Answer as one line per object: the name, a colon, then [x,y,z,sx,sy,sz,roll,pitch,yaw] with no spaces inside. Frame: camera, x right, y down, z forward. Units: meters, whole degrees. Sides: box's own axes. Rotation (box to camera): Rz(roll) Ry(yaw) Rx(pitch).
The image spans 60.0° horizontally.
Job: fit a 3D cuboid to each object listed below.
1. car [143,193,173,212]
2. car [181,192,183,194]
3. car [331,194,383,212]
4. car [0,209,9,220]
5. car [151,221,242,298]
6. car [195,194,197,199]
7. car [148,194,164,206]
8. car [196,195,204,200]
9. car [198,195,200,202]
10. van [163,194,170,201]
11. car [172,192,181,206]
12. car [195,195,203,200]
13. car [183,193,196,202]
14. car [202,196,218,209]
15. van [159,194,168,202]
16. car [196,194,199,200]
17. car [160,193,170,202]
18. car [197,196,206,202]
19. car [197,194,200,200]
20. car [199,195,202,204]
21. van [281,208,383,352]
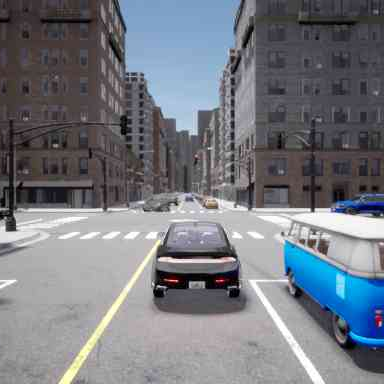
car: [-3.979,1.341,37.654,2.097,1.767,4.553,0,0,11]
car: [-3.526,1.200,69.138,2.150,2.045,5.566,0,0,-1]
car: [15.290,1.213,29.378,5.566,2.045,2.150,0,0,-1]
car: [-16.569,1.580,25.560,4.718,1.301,1.895,0,0,-1]
car: [0.094,1.491,8.517,2.128,1.511,4.902,0,0,0]
car: [2.282,1.522,72.802,2.008,1.369,4.403,0,0,-1]
car: [-6.019,1.300,56.111,2.192,1.841,5.009,0,0,-1]
car: [2.057,1.502,89.379,2.008,1.369,4.403,0,0,-1]
car: [2.506,1.536,56.226,2.008,1.369,4.403,0,0,-1]
van: [-6.391,1.300,83.737,1.690,1.788,3.998,0,0,-1]
car: [-3.412,1.210,54.016,2.150,2.045,5.566,0,0,-1]
car: [1.982,1.495,94.904,2.008,1.369,4.403,0,0,-1]
car: [-0.607,1.493,75.488,1.812,1.442,4.674,0,0,-1]
car: [2.654,1.516,45.345,1.752,1.417,4.829,0,0,-1]
van: [-6.244,1.313,72.687,1.690,1.788,3.998,0,0,-1]
car: [2.356,1.521,67.278,1.887,1.381,4.507,0,0,-1]
car: [-6.318,1.281,78.213,2.192,1.841,5.009,0,0,-1]
car: [2.207,1.547,78.328,1.802,1.307,4.206,0,0,-1]
car: [2.431,1.547,61.752,1.947,1.339,4.313,0,0,-1]
car: [2.581,1.428,50.700,1.967,1.590,4.097,0,0,-1]
van: [2.855,1.341,5.986,1.690,1.788,3.998,0,0,0]
